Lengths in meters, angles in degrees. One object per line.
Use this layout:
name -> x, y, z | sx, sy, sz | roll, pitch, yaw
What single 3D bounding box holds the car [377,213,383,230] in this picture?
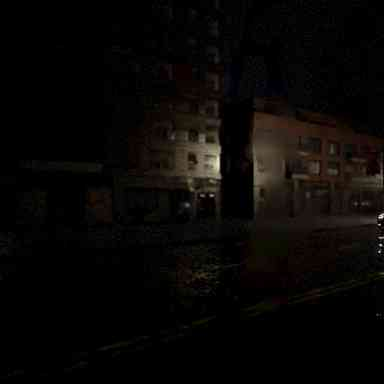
car -> 14.108, 1.599, 21.759 | 4.553, 1.767, 2.097 | 1, 0, -36
